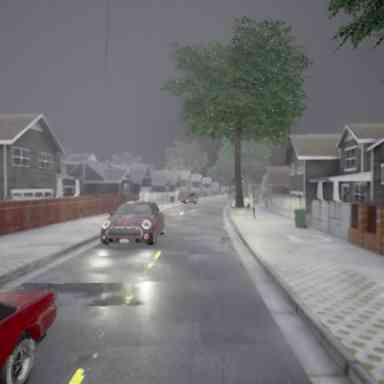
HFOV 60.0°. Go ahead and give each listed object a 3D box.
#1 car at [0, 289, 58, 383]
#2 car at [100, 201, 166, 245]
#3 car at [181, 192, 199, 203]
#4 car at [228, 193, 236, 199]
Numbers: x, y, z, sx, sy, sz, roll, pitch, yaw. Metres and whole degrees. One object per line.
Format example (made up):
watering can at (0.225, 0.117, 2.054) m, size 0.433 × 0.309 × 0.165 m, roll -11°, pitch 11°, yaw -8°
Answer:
car at (-2.801, 1.579, 2.357) m, size 1.895 × 1.301 × 4.718 m, roll 0°, pitch 0°, yaw 1°
car at (-2.444, 1.224, 14.693) m, size 2.097 × 1.767 × 4.553 m, roll 0°, pitch 0°, yaw 3°
car at (-0.200, 0.830, 40.895) m, size 1.837 × 1.490 × 4.892 m, roll 0°, pitch 0°, yaw 7°
car at (10.331, 0.988, 85.120) m, size 1.994 × 1.385 × 4.181 m, roll 0°, pitch 0°, yaw 11°
